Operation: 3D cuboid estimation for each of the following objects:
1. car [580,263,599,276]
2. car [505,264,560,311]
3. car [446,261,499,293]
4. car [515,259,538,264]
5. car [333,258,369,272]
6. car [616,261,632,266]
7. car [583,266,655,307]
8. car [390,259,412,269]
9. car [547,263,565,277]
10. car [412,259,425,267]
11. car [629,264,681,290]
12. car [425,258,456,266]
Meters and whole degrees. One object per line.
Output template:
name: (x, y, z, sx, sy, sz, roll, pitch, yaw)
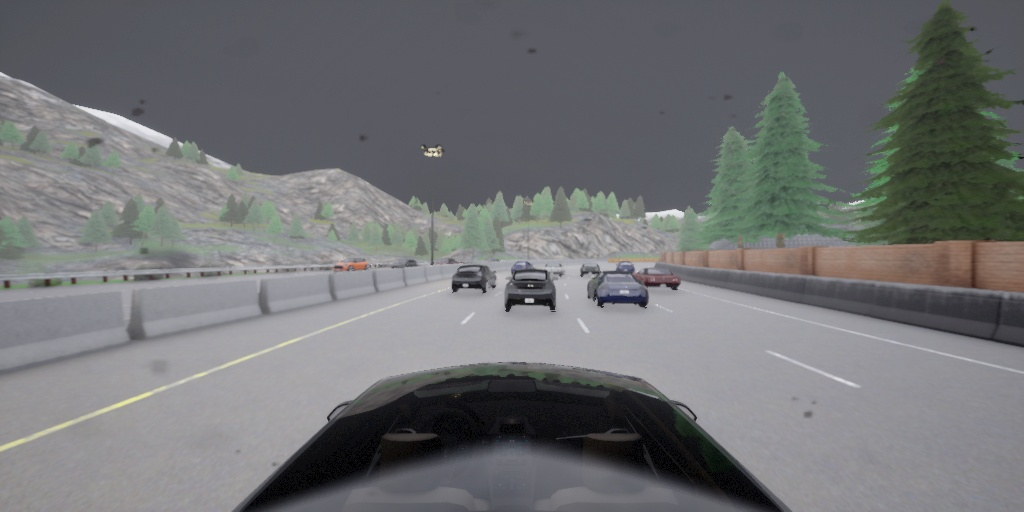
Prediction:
car: (7.974, 1.336, 36.254, 1.895, 1.301, 4.718, 0, 0, 14)
car: (0.786, 1.244, 14.393, 1.837, 1.490, 4.892, 0, 0, 5)
car: (-2.063, 1.229, 20.464, 1.837, 1.490, 4.892, 0, 0, 7)
car: (1.147, 1.240, 37.709, 1.812, 1.442, 4.674, 0, 0, 13)
car: (-19.311, 1.004, 43.162, 2.097, 1.767, 4.553, 0, 0, 14)
car: (12.376, 1.269, 39.187, 1.812, 1.442, 4.674, 0, 0, 15)
car: (4.402, 1.311, 15.437, 1.994, 1.385, 4.181, 0, 0, 5)
car: (-14.369, 1.164, 48.167, 1.837, 1.490, 4.892, 0, 1, 16)
car: (4.244, 1.326, 35.731, 1.895, 1.301, 4.718, 0, 0, 13)
car: (-10.885, 1.272, 47.654, 1.895, 1.301, 4.718, 0, 0, 16)
car: (8.736, 1.353, 22.141, 1.895, 1.301, 4.718, 0, 0, 8)
car: (-8.277, 1.033, 43.872, 2.097, 1.767, 4.553, 0, 0, 15)
